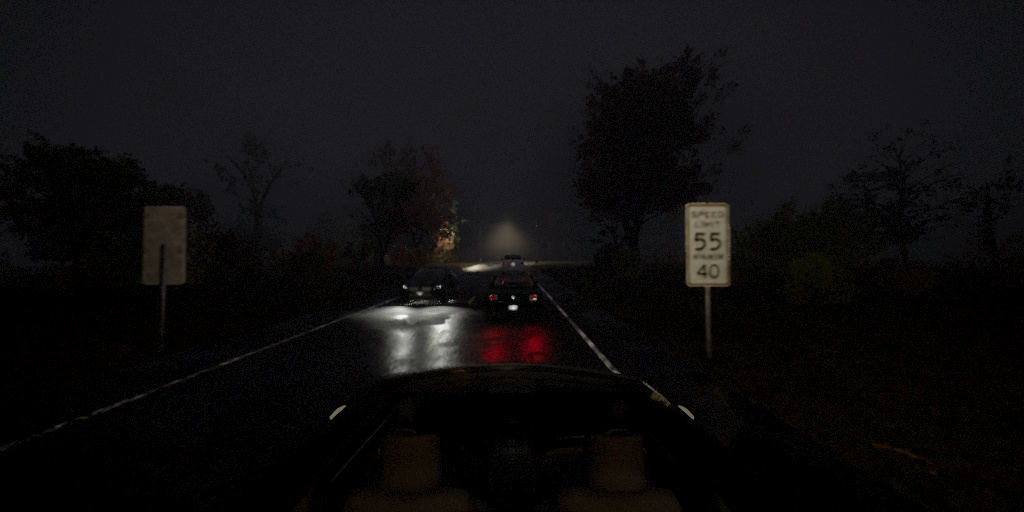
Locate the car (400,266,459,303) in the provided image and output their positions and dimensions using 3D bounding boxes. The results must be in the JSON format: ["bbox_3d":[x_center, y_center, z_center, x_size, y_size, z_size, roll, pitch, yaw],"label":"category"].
[{"bbox_3d":[-3.561,1.189,16.234,1.812,1.442,4.674,0,0,0],"label":"car"}]

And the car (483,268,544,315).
[{"bbox_3d":[0.056,1.281,13.166,1.895,1.301,4.718,0,0,0],"label":"car"}]

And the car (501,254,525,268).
[{"bbox_3d":[0.100,0.800,35.113,2.150,2.045,5.566,0,0,0],"label":"car"}]
